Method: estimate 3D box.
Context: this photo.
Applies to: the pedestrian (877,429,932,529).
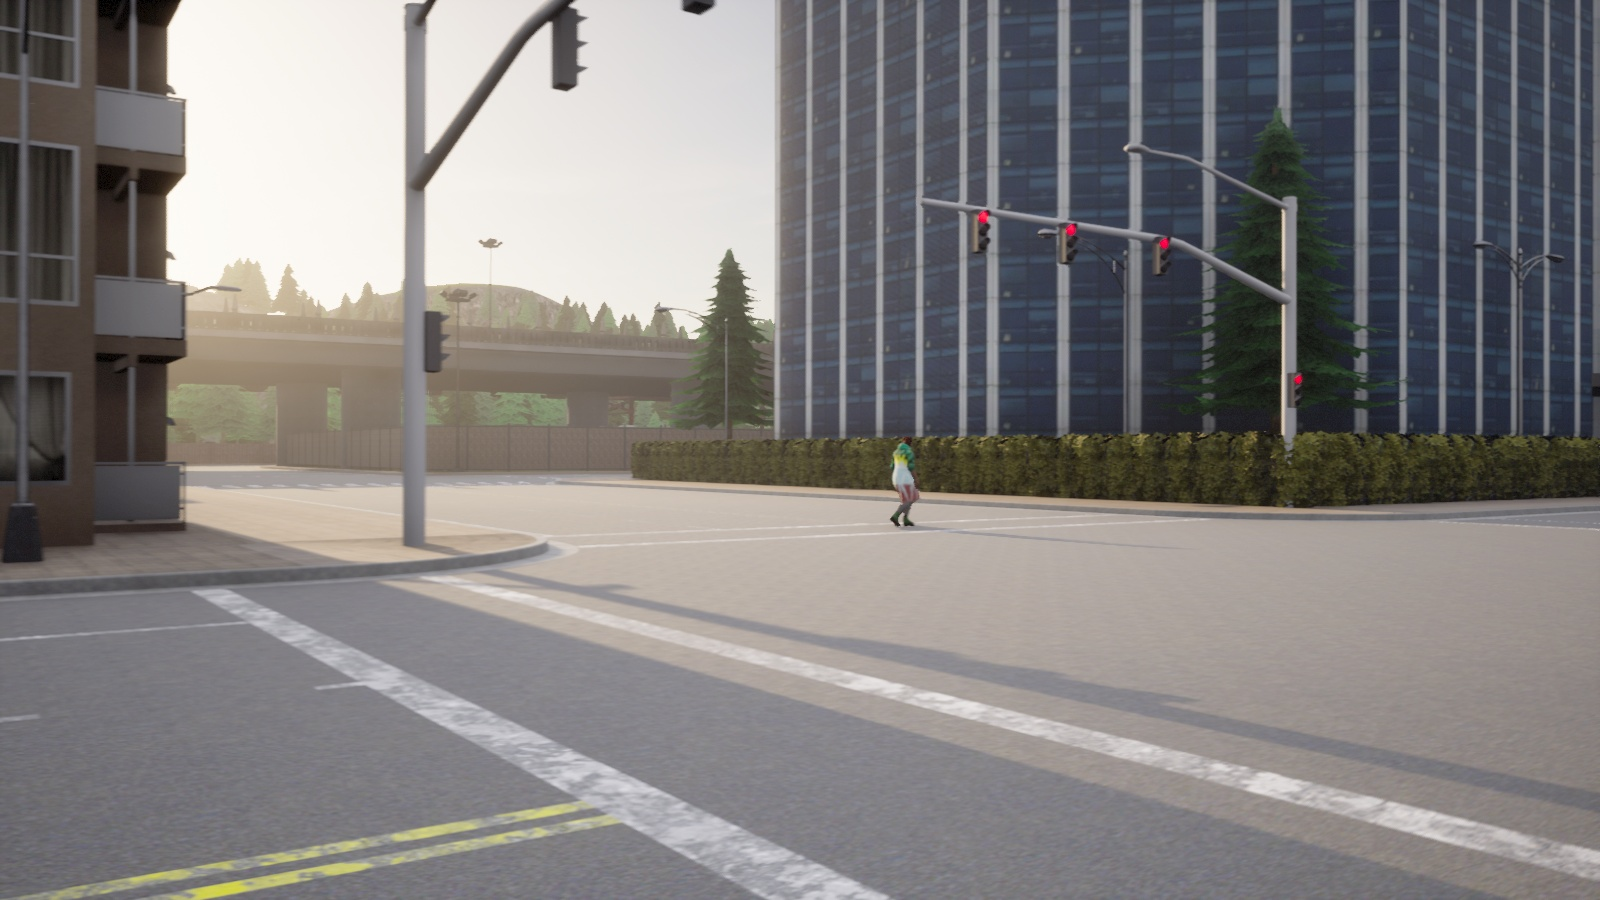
[{"bbox_3d":[2.088,0.571,25.193,0.873,1.952,0.659,0,0,-27],"label":"pedestrian"}]
